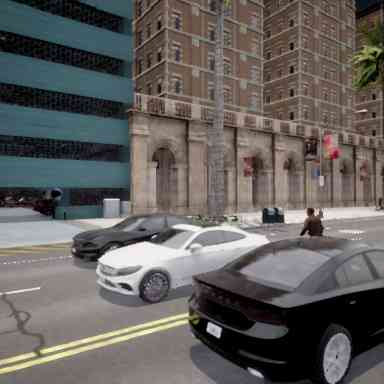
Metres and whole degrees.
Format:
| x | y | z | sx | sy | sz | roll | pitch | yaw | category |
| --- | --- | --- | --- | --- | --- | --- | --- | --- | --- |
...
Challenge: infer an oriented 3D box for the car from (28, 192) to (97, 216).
| x | y | z | sx | sy | sz | roll | pitch | yaw | category |
| --- | --- | --- | --- | --- | --- | --- | --- | --- | --- |
| -11.474 | 1.029 | 30.439 | 5.566 | 2.045 | 2.435 | 0 | 0 | -35 | car |

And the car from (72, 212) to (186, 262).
| x | y | z | sx | sy | sz | roll | pitch | yaw | category |
| --- | --- | --- | --- | --- | --- | --- | --- | --- | --- |
| -1.522 | 1.477 | 11.486 | 5.008 | 1.535 | 1.882 | 0 | 0 | -35 | car |

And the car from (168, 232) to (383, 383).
| x | y | z | sx | sy | sz | roll | pitch | yaw | category |
| --- | --- | --- | --- | --- | --- | --- | --- | --- | --- |
| 2.284 | 1.478 | 5.374 | 5.008 | 1.535 | 1.882 | 0 | 0 | -35 | car |

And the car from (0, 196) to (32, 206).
| x | y | z | sx | sy | sz | roll | pitch | yaw | category |
| --- | --- | --- | --- | --- | --- | --- | --- | --- | --- |
| -29.183 | 1.413 | 54.781 | 4.786 | 1.482 | 2.161 | 0 | 0 | -35 | car |

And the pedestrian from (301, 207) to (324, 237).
| x | y | z | sx | sy | sz | roll | pitch | yaw | category |
| --- | --- | --- | --- | --- | --- | --- | --- | --- | --- |
| 3.513 | 1.294 | 9.647 | 0.375 | 1.860 | 0.375 | 0 | 0 | -35 | pedestrian |

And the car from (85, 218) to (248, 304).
| x | y | z | sx | sy | sz | roll | pitch | yaw | category |
| --- | --- | --- | --- | --- | --- | --- | --- | --- | --- |
| 0.021 | 1.526 | 8.289 | 4.674 | 1.442 | 1.812 | 0 | 0 | -35 | car |

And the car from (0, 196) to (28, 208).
| x | y | z | sx | sy | sz | roll | pitch | yaw | category |
| --- | --- | --- | --- | --- | --- | --- | --- | --- | --- |
| -22.829 | 1.463 | 45.067 | 4.718 | 1.301 | 1.895 | 0 | 0 | -35 | car |
